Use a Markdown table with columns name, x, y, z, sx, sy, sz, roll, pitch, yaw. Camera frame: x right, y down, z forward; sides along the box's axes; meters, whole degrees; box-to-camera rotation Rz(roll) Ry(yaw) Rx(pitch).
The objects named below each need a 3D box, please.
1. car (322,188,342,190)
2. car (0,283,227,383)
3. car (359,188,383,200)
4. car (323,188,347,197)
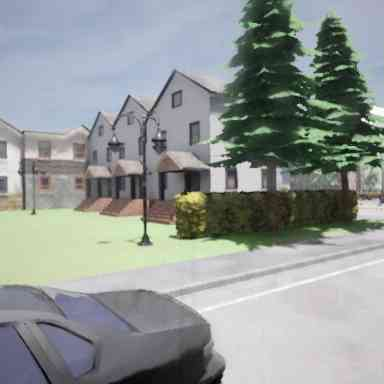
| name | x | y | z | sx | sy | sz | roll | pitch | yaw |
| --- | --- | --- | --- | --- | --- | --- | --- | --- | --- |
| car | 30.022 | 0.071 | 72.699 | 1.905 | 1.878 | 3.866 | -1 | 1 | -36 |
| car | -2.234 | 1.556 | 2.395 | 5.357 | 1.411 | 2.033 | -1 | 1 | -35 |
| car | 27.272 | 0.331 | 49.281 | 1.932 | 1.855 | 4.605 | -1 | 1 | -36 |
| car | 32.138 | 0.048 | 74.733 | 1.932 | 1.855 | 4.605 | -1 | 1 | -36 |
